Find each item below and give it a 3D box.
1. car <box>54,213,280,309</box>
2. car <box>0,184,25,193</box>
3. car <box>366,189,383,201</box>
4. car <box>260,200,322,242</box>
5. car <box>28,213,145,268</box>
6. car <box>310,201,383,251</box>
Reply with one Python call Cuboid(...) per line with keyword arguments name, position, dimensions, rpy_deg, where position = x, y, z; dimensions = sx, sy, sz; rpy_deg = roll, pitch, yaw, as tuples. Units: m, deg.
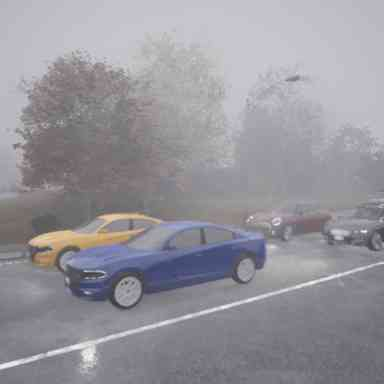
Cuboid(name="car", position=(-0.394, 1.464, 7.994), dimensions=(5.008, 1.535, 1.882), rpy_deg=(0, 0, -34))
Cuboid(name="car", position=(-29.134, -0.574, 54.110), dimensions=(2.033, 1.411, 5.357), rpy_deg=(0, 3, -1))
Cuboid(name="car", position=(13.389, 0.776, 22.048), dimensions=(5.566, 2.045, 2.150), rpy_deg=(-3, 2, -35))
Cuboid(name="car", position=(4.683, 1.222, 15.913), dimensions=(4.553, 1.767, 2.097), rpy_deg=(-1, 1, -35))
Cuboid(name="car", position=(-2.539, 1.465, 10.777), dimensions=(5.008, 1.535, 1.882), rpy_deg=(0, 0, -35))
Cuboid(name="car", position=(7.321, 1.346, 13.497), dimensions=(4.902, 1.511, 2.128), rpy_deg=(-2, 1, -35))
